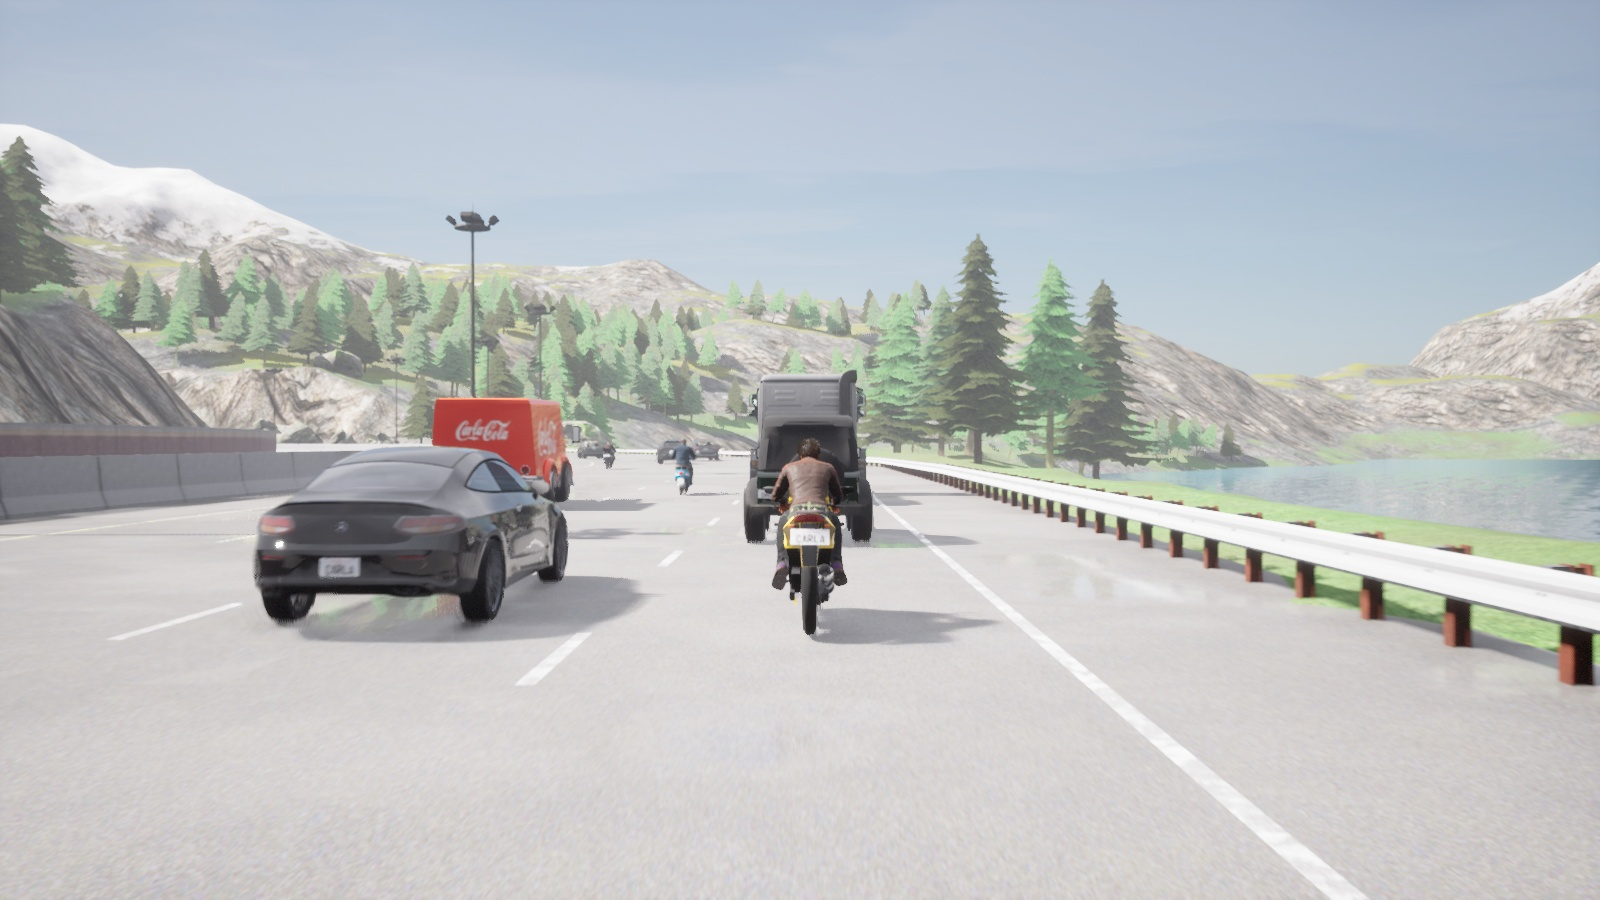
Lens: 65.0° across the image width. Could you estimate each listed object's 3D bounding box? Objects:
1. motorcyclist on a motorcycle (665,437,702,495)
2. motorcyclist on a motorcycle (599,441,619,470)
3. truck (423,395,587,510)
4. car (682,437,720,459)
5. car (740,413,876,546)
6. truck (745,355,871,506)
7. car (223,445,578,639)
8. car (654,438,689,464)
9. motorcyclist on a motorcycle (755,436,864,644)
[{"bbox_3d":[-3.286,0.435,35.614,0.866,1.590,1.817,0,0,0],"label":"motorcyclist on a motorcycle"},{"bbox_3d":[-10.359,0.272,68.156,0.866,1.530,2.191,-1,0,-3],"label":"motorcyclist on a motorcycle"},{"bbox_3d":[-6.818,0.036,29.737,2.627,2.467,5.204,0,0,0],"label":"truck"},{"bbox_3d":[-7.738,-0.133,97.618,2.242,1.667,4.611,0,0,-14],"label":"car"},{"bbox_3d":[0.125,0.399,19.556,1.905,1.878,3.866,0,0,0],"label":"car"},{"bbox_3d":[0.198,-0.476,32.762,2.891,3.462,7.936,0,0,0],"label":"truck"},{"bbox_3d":[-3.419,0.683,11.782,1.812,1.442,4.674,0,0,0],"label":"car"},{"bbox_3d":[-8.670,0.048,84.546,2.033,1.649,4.856,0,0,-9],"label":"car"},{"bbox_3d":[0.073,0.654,10.214,0.797,1.523,2.044,0,0,0],"label":"motorcyclist on a motorcycle"}]
